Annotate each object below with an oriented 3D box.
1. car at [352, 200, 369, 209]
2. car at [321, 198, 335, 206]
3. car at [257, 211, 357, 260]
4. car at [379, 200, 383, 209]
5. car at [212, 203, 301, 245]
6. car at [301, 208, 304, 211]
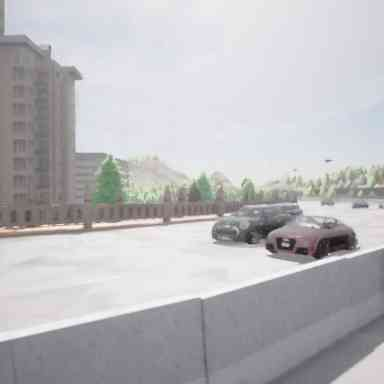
[{"bbox_3d":[25.417,1.830,50.259,1.994,1.385,4.181,-1,0,21],"label":"car"},{"bbox_3d":[25.204,1.876,61.657,1.837,1.490,4.892,0,0,13],"label":"car"},{"bbox_3d":[4.629,1.609,12.692,4.181,1.385,1.994,0,0,-43],"label":"car"},{"bbox_3d":[28.233,1.828,47.777,1.895,1.301,4.718,-1,-1,21],"label":"car"},{"bbox_3d":[3.023,1.420,15.981,4.553,1.767,2.097,0,0,-44],"label":"car"},{"bbox_3d":[6.928,1.627,25.152,1.837,1.490,4.892,0,0,40],"label":"car"}]
